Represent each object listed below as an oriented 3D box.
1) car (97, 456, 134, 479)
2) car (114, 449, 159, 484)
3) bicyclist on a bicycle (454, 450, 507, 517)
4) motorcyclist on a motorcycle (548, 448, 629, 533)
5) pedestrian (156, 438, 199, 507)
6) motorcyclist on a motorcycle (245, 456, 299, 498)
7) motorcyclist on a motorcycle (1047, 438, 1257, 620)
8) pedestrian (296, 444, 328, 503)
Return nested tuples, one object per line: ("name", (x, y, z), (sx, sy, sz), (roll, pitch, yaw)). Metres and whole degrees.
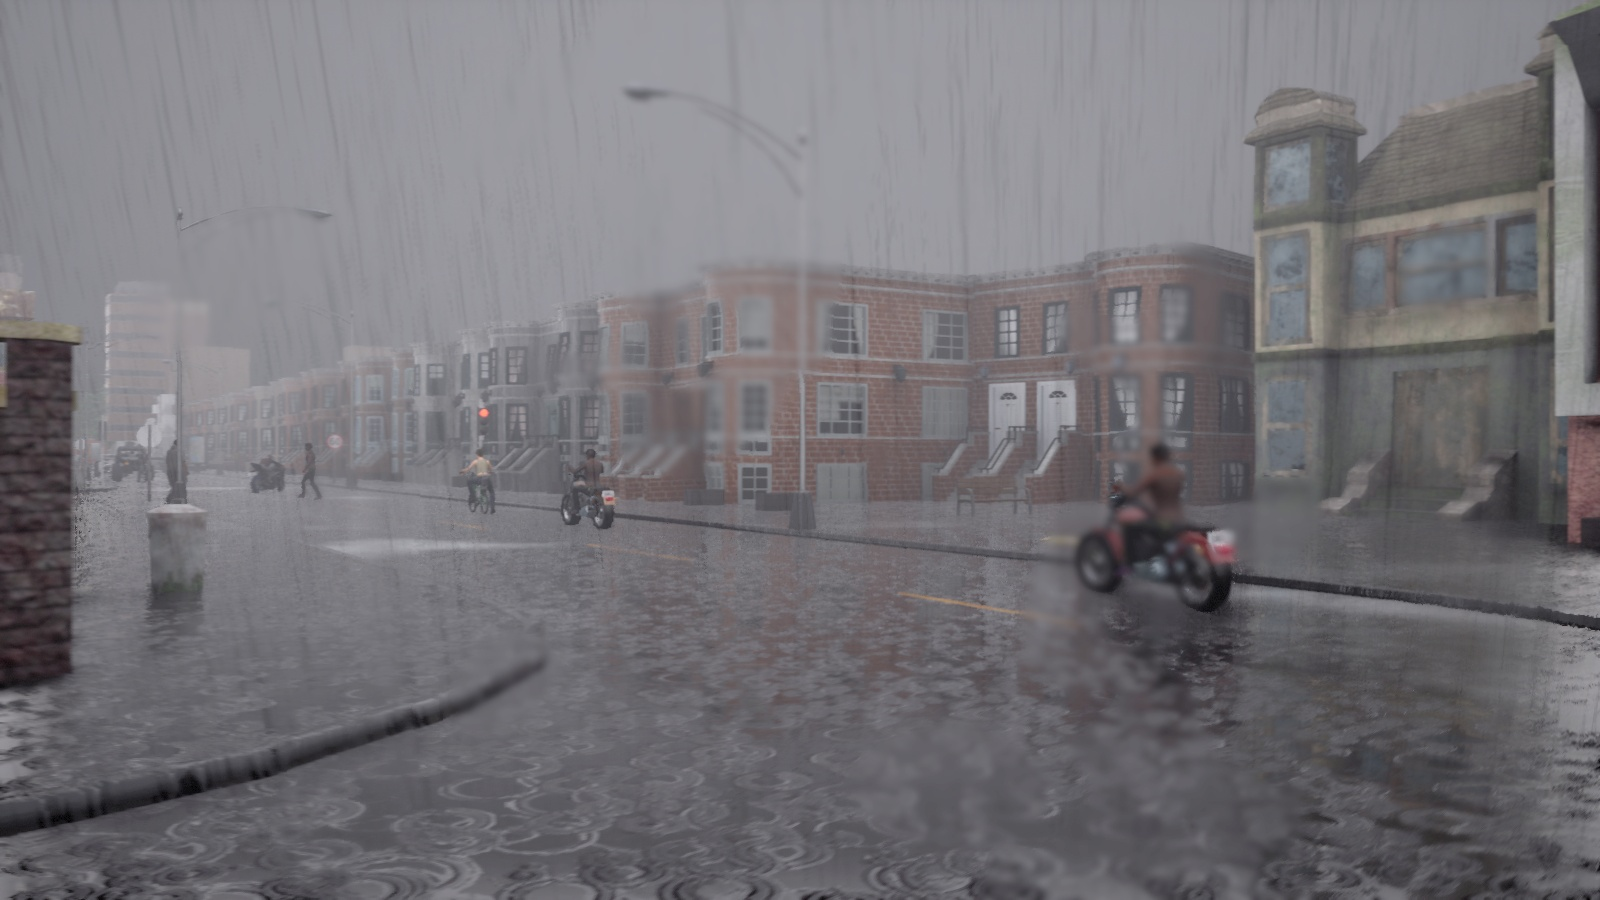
("car", (-45.876, 1.167, 84.103), (1.970, 1.475, 3.806), (0, 0, -32))
("car", (-36.962, 0.916, 69.909), (1.905, 1.878, 3.866), (0, 0, -32))
("bicyclist on a bicycle", (-7.984, 0.819, 31.331), (0.866, 1.612, 1.509), (0, 0, -32))
("motorcyclist on a motorcycle", (-4.320, 0.800, 25.529), (0.766, 1.649, 2.350), (0, 0, -32))
("pedestrian", (-17.840, 0.644, 36.009), (0.659, 1.952, 0.873), (0, 0, 23))
("motorcyclist on a motorcycle", (-20.367, 1.022, 48.501), (0.866, 1.530, 2.191), (-2, 0, 9))
("motorcyclist on a motorcycle", (3.473, 0.729, 12.666), (0.766, 1.649, 2.350), (-1, 0, -21))
("pedestrian", (-15.228, 0.731, 39.197), (0.869, 1.805, 0.328), (0, 0, -13))
